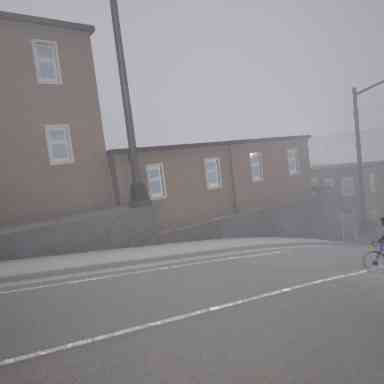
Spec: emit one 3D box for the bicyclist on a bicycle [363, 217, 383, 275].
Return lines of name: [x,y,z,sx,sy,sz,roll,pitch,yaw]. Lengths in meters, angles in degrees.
bicyclist on a bicycle: [5.314,1.480,8.787,0.582,1.620,1.656,-1,-2,-34]
